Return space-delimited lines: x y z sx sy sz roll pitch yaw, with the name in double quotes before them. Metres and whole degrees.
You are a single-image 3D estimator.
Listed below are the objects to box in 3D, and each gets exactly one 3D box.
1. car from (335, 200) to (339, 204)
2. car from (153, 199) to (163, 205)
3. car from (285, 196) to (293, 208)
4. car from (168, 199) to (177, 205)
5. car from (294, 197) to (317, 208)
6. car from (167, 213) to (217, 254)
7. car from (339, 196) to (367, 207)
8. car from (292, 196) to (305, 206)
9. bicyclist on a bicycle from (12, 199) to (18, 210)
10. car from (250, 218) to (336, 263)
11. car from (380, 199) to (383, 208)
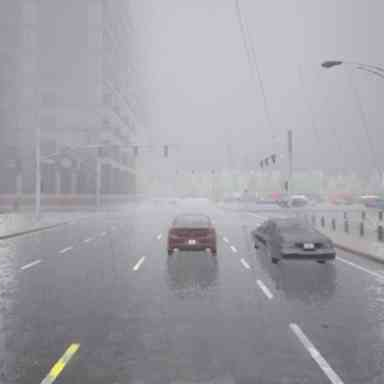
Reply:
"car" 39.297 2.348 84.169 3.905 1.438 1.784 0 -1 0
"car" -8.118 2.408 79.676 2.128 1.511 4.902 0 -1 -1
"car" 24.217 2.045 75.644 4.605 1.855 1.932 0 -1 0
"car" -4.618 2.361 79.719 1.882 1.535 5.008 0 -1 -1
"car" 24.296 2.225 70.063 3.806 1.475 1.970 0 -1 0
"car" 0.011 1.636 14.245 1.882 1.535 5.008 0 0 0
"car" 39.248 2.106 81.274 4.605 1.855 1.932 0 -1 0
"car" 24.281 2.225 72.958 3.905 1.438 1.784 0 -1 0
"bicyclist on a bicycle" -25.995 1.901 48.970 0.582 1.620 1.656 0 0 -1
"car" 3.507 1.687 12.516 2.033 1.411 5.357 0 -1 0
"car" 39.428 2.161 64.376 3.806 1.475 1.970 0 -1 0
